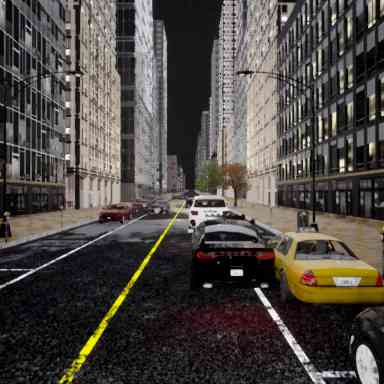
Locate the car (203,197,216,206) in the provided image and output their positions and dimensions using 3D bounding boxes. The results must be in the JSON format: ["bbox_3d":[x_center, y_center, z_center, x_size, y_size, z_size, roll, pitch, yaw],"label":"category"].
[{"bbox_3d":[2.724,1.532,53.333,1.802,1.307,4.206,1,0,0],"label":"car"}]

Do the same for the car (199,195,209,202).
[{"bbox_3d":[2.736,1.463,76.033,1.947,1.339,4.313,1,0,0],"label":"car"}]

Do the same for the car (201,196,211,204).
[{"bbox_3d":[2.730,1.451,64.853,1.752,1.417,4.829,1,0,0],"label":"car"}]

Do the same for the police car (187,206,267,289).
[{"bbox_3d":[0.904,1.424,9.282,1.930,1.638,5.238,0,0,0],"label":"police car"}]

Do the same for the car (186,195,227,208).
[{"bbox_3d":[0.910,1.218,19.202,2.150,2.045,5.566,0,0,0],"label":"car"}]

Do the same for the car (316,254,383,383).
[{"bbox_3d":[2.696,1.551,2.259,2.008,1.369,4.403,0,0,0],"label":"car"}]

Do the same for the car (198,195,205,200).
[{"bbox_3d":[2.745,1.430,93.056,1.802,1.307,4.206,1,0,0],"label":"car"}]

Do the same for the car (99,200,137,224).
[{"bbox_3d":[-5.672,1.533,24.974,1.887,1.381,4.507,0,0,0],"label":"car"}]

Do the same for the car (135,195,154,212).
[{"bbox_3d":[-5.665,1.416,36.327,1.967,1.590,4.097,0,0,0],"label":"car"}]

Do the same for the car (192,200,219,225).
[{"bbox_3d":[0.912,1.466,25.172,1.882,1.535,5.008,0,0,0],"label":"car"}]

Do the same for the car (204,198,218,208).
[{"bbox_3d":[2.720,1.542,47.659,1.802,1.307,4.206,1,0,0],"label":"car"}]

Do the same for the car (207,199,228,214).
[{"bbox_3d":[2.715,1.542,36.310,1.947,1.339,4.313,0,0,0],"label":"car"}]

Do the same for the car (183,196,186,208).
[{"bbox_3d":[0.036,1.467,46.038,1.837,1.490,4.892,0,0,0],"label":"car"}]

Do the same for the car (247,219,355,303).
[{"bbox_3d":[2.700,1.524,8.105,1.752,1.417,4.829,0,0,0],"label":"car"}]

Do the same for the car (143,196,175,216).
[{"bbox_3d":[-3.085,1.473,31.879,2.128,1.511,4.902,0,0,0],"label":"car"}]

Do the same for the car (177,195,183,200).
[{"bbox_3d":[-2.955,1.412,87.835,2.033,1.411,5.357,0,0,0],"label":"car"}]

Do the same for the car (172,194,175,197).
[{"bbox_3d":[-5.644,1.338,76.055,1.967,1.590,4.097,1,0,0],"label":"car"}]

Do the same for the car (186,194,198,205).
[{"bbox_3d":[0.030,1.289,59.625,2.097,1.767,4.553,0,0,0],"label":"car"}]

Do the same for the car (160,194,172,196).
[{"bbox_3d":[-5.649,1.241,64.704,2.192,1.841,5.009,1,0,0],"label":"car"}]

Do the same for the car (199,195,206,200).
[{"bbox_3d":[2.742,1.410,87.383,1.887,1.381,4.507,1,0,0],"label":"car"}]
